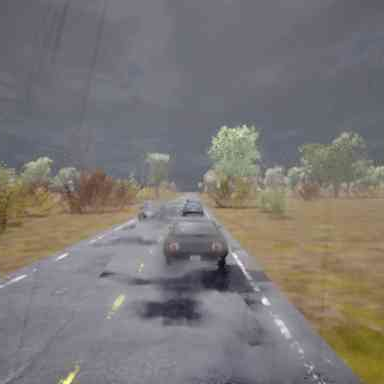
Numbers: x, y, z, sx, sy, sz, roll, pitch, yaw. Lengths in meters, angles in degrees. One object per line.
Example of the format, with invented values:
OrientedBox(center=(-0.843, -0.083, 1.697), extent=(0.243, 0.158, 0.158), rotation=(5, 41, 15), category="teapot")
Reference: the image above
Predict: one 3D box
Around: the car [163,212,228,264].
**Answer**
OrientedBox(center=(0.104, 1.590, 11.677), extent=(1.895, 1.301, 4.718), rotation=(0, 0, 0), category="car")

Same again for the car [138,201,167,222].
OrientedBox(center=(-3.085, 1.463, 26.544), extent=(2.128, 1.511, 4.902), rotation=(0, 0, 0), category="car")

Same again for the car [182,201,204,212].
OrientedBox(center=(0.109, 1.528, 31.779), extent=(1.994, 1.385, 4.181), rotation=(0, 0, 0), category="car")
